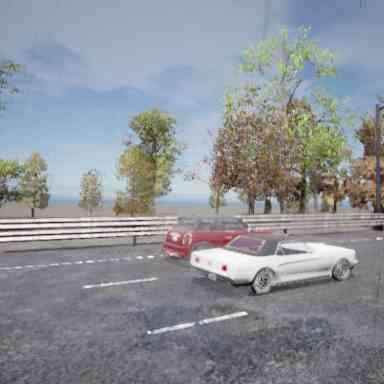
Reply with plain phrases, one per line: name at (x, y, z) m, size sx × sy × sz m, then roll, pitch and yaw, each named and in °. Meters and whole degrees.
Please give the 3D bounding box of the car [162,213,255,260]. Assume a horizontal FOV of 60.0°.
car at (1.241, 1.670, 12.624) m, size 4.553 × 1.767 × 2.097 m, roll 1°, pitch -2°, yaw -30°

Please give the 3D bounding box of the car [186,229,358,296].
car at (2.426, 1.839, 9.272) m, size 4.718 × 1.301 × 1.895 m, roll 1°, pitch -2°, yaw -30°
